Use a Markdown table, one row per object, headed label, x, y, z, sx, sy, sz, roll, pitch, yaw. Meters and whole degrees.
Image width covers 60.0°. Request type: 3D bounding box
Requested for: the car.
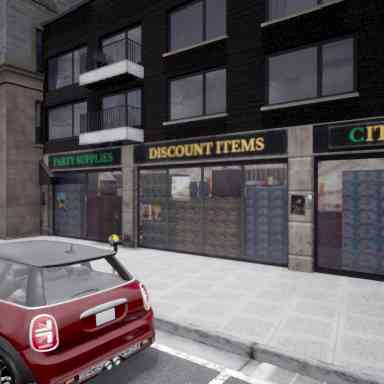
| label | x | y | z | sx | sy | sz | roll | pitch | yaw |
| --- | --- | --- | --- | --- | --- | --- | --- | --- | --- |
| car | -2.559 | 1.440 | 4.905 | 4.097 | 1.590 | 1.967 | 0 | 0 | 36 |
